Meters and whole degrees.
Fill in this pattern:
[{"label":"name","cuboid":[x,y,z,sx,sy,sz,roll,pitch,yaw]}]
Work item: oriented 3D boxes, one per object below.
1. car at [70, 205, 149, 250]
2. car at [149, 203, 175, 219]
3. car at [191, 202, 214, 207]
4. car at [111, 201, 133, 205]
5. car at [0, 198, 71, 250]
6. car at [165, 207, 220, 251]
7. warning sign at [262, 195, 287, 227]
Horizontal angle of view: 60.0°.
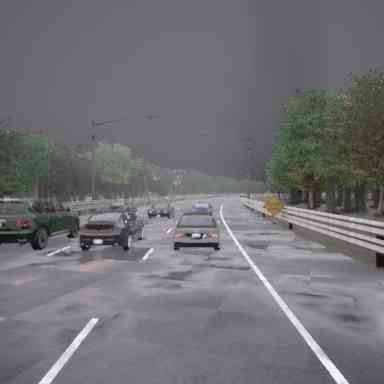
[{"label":"car","cuboid":[-3.273,1.523,14.284,1.837,1.490,4.892,0,0,2]},{"label":"car","cuboid":[-2.580,1.655,29.133,1.895,1.301,4.718,0,0,4]},{"label":"car","cuboid":[0.911,1.572,28.886,1.812,1.442,4.674,0,0,4]},{"label":"car","cuboid":[-6.075,1.556,29.322,1.837,1.490,4.892,0,0,4]},{"label":"car","cuboid":[-6.771,1.265,14.424,2.150,2.045,5.566,0,0,2]},{"label":"car","cuboid":[0.225,1.570,14.176,2.033,1.411,5.357,0,0,2]},{"label":"warning sign","cuboid":[5.013,1.132,20.349,1.300,1.860,1.060,0,0,3]}]
